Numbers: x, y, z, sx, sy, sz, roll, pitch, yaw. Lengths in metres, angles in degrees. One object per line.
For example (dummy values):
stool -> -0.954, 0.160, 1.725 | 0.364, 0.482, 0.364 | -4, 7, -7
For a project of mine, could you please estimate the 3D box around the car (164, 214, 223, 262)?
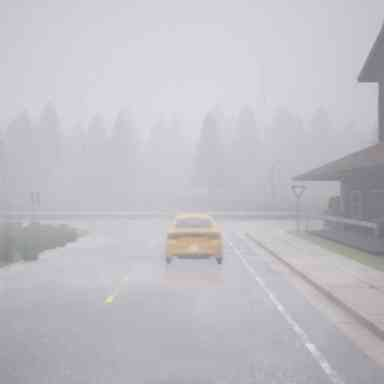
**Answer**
car -> 0.071, 1.549, 12.404 | 1.882, 1.535, 5.008 | 0, 0, 0
